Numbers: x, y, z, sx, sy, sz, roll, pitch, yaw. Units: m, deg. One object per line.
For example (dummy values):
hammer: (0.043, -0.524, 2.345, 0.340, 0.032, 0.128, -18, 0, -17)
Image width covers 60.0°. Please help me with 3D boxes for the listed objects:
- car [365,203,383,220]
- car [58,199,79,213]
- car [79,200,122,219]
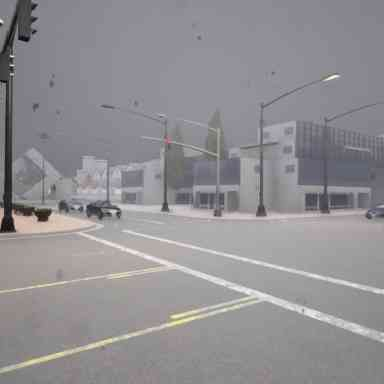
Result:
car: (17.068, 1.700, 29.127, 4.674, 1.442, 1.812, 0, 0, -36)
car: (-13.653, 1.499, 37.381, 2.128, 1.511, 4.902, 1, 0, -35)
car: (-7.743, 1.501, 28.912, 2.128, 1.511, 4.902, 1, 0, -35)
